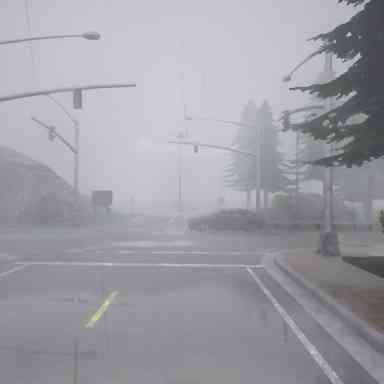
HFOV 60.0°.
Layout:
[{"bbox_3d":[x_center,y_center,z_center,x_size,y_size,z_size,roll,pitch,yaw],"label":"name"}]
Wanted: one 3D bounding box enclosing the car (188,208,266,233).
[{"bbox_3d":[2.200,1.816,21.270,4.892,1.490,1.837,1,0,0],"label":"car"}]
